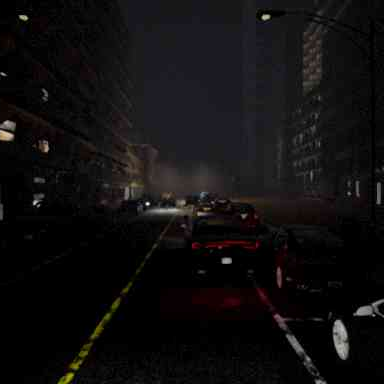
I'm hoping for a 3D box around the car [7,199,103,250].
[{"bbox_3d":[-5.657,1.234,14.065,2.192,1.841,5.009,1,0,0],"label":"car"}]

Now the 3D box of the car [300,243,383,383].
[{"bbox_3d":[2.705,1.533,2.917,2.008,1.369,4.403,1,0,0],"label":"car"}]

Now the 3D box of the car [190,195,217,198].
[{"bbox_3d":[0.934,1.305,26.363,1.801,1.575,5.366,0,0,0],"label":"car"}]

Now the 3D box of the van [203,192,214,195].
[{"bbox_3d":[2.766,1.074,47.472,1.690,1.788,3.998,1,0,0],"label":"van"}]

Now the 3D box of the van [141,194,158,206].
[{"bbox_3d":[-5.622,1.105,41.914,1.690,1.788,3.998,1,0,0],"label":"van"}]

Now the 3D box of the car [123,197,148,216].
[{"bbox_3d":[-5.640,1.391,30.776,1.947,1.339,4.313,1,0,0],"label":"car"}]

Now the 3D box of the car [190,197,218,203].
[{"bbox_3d":[0.906,1.339,20.363,1.801,1.575,5.366,0,0,0],"label":"car"}]

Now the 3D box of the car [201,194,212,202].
[{"bbox_3d":[2.785,1.166,64.350,1.752,1.417,4.829,1,0,0],"label":"car"}]

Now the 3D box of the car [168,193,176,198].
[{"bbox_3d":[-5.561,1.038,92.041,1.887,1.381,4.507,1,0,0],"label":"car"}]

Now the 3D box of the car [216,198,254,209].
[{"bbox_3d":[2.728,1.328,19.623,1.967,1.590,4.097,1,0,0],"label":"car"}]

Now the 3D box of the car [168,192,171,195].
[{"bbox_3d":[-5.596,1.168,64.023,1.752,1.417,4.829,1,0,0],"label":"car"}]

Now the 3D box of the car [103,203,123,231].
[{"bbox_3d":[-5.654,1.432,19.636,1.887,1.381,4.507,1,0,0],"label":"car"}]

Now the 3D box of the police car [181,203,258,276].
[{"bbox_3d":[0.697,1.365,10.270,1.930,1.638,5.238,0,0,-2],"label":"police car"}]

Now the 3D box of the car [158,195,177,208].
[{"bbox_3d":[-3.005,1.359,42.981,1.895,1.301,4.718,0,0,1],"label":"car"}]

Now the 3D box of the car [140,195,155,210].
[{"bbox_3d":[-5.632,1.345,36.345,2.008,1.369,4.403,1,0,0],"label":"car"}]

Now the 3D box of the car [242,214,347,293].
[{"bbox_3d":[2.712,1.501,8.485,2.008,1.369,4.403,1,0,0],"label":"car"}]

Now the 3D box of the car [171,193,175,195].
[{"bbox_3d":[-5.578,0.896,75.331,2.192,1.841,5.009,1,0,0],"label":"car"}]

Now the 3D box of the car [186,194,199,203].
[{"bbox_3d":[0.078,1.153,60.457,2.128,1.511,4.902,0,0,0],"label":"car"}]

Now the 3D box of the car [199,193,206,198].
[{"bbox_3d":[2.820,1.017,92.199,1.752,1.417,4.829,1,0,0],"label":"car"}]

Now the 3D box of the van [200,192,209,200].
[{"bbox_3d":[2.801,0.922,75.320,1.690,1.788,3.998,1,0,0],"label":"van"}]

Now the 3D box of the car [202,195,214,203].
[{"bbox_3d":[2.777,1.254,58.611,1.802,1.307,4.206,1,0,0],"label":"car"}]

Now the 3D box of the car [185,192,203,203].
[{"bbox_3d":[0.090,1.090,46.941,2.097,1.767,4.553,0,1,1],"label":"car"}]

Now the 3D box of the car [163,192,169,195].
[{"bbox_3d":[-5.603,1.223,58.623,2.008,1.369,4.403,1,0,0],"label":"car"}]
